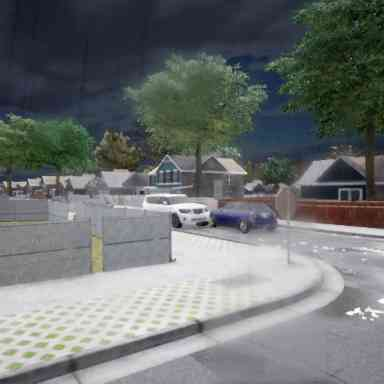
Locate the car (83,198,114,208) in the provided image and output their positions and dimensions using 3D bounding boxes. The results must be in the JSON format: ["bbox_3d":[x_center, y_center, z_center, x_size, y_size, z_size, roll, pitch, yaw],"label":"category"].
[{"bbox_3d":[-9.410,1.355,33.326,1.882,1.535,5.008,0,1,-35],"label":"car"}]

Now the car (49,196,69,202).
[{"bbox_3d":[-18.765,1.285,46.821,2.128,1.511,4.902,0,0,-35],"label":"car"}]

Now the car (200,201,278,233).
[{"bbox_3d":[2.751,1.302,19.333,2.097,1.767,4.553,0,0,-31],"label":"car"}]

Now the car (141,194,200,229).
[{"bbox_3d":[-1.246,1.132,21.512,2.150,2.045,5.566,-2,0,-37],"label":"car"}]
